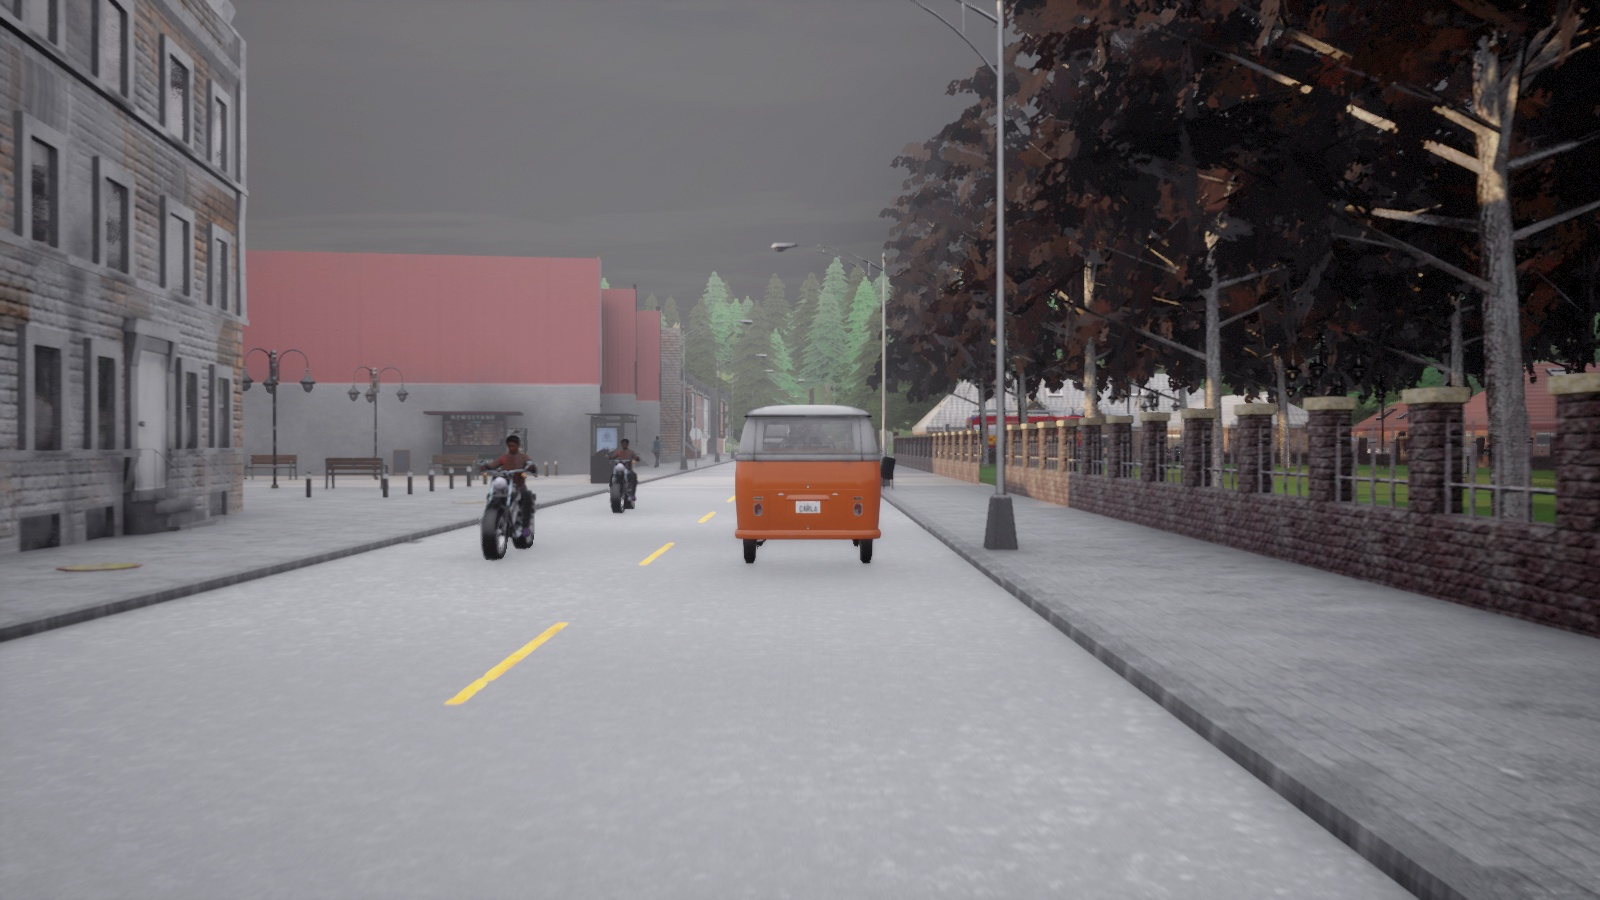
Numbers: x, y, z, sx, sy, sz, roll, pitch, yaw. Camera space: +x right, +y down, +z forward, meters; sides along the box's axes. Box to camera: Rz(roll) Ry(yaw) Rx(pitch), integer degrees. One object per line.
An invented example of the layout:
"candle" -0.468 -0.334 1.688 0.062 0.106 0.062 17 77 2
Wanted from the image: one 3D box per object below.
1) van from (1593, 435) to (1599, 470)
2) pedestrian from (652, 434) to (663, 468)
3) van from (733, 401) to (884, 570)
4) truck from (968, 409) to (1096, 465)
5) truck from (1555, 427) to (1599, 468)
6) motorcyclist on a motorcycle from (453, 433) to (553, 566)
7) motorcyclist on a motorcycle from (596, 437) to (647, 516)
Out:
"van" 45.703 0.149 68.719 1.775 1.987 4.442 0 0 -1
"pedestrian" -7.979 0.054 70.216 0.396 1.930 0.692 0 0 11
"van" 0.107 0.403 16.998 1.775 1.987 4.442 0 0 0
"truck" 16.305 -0.905 88.769 8.468 3.827 2.891 0 0 -1
"truck" 49.781 -0.139 77.936 2.627 2.467 5.204 1 0 0
"motorcyclist on a motorcycle" -3.895 0.600 16.672 0.766 1.649 2.350 0 0 0
"motorcyclist on a motorcycle" -3.839 0.541 27.162 0.766 1.649 2.350 0 0 0
